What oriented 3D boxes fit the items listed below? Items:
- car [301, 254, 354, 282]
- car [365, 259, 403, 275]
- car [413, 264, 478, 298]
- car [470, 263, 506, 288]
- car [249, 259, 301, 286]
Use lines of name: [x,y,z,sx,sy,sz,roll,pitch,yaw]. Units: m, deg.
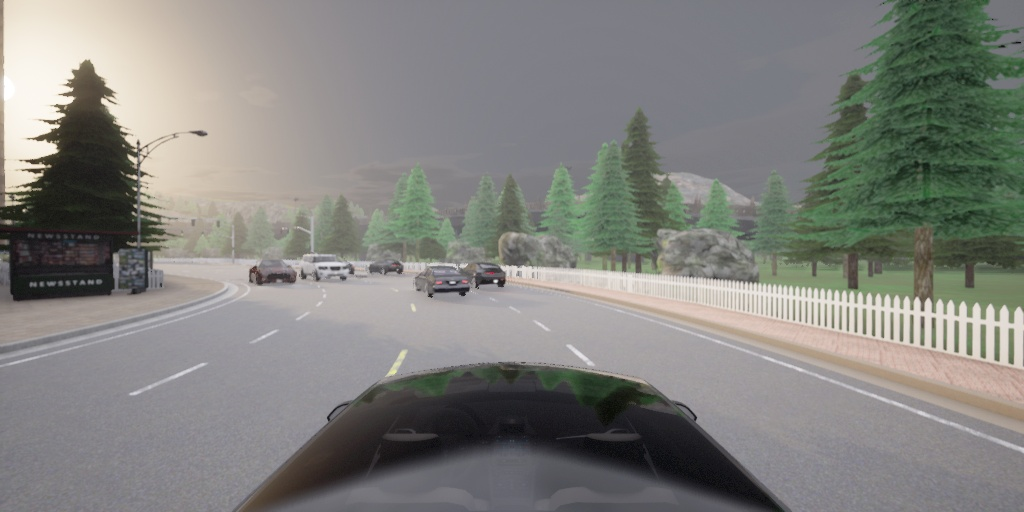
car: [-14.617,0.855,27.744,5.566,2.045,2.150,0,0,45]
car: [-12.681,1.100,35.559,4.892,1.490,1.837,-1,-1,41]
car: [-3.704,1.223,18.235,2.033,1.411,5.357,0,0,-25]
car: [-2.039,1.160,22.402,1.837,1.490,4.892,0,0,-27]
car: [-16.248,1.001,24.289,2.097,1.767,4.553,0,0,-44]
